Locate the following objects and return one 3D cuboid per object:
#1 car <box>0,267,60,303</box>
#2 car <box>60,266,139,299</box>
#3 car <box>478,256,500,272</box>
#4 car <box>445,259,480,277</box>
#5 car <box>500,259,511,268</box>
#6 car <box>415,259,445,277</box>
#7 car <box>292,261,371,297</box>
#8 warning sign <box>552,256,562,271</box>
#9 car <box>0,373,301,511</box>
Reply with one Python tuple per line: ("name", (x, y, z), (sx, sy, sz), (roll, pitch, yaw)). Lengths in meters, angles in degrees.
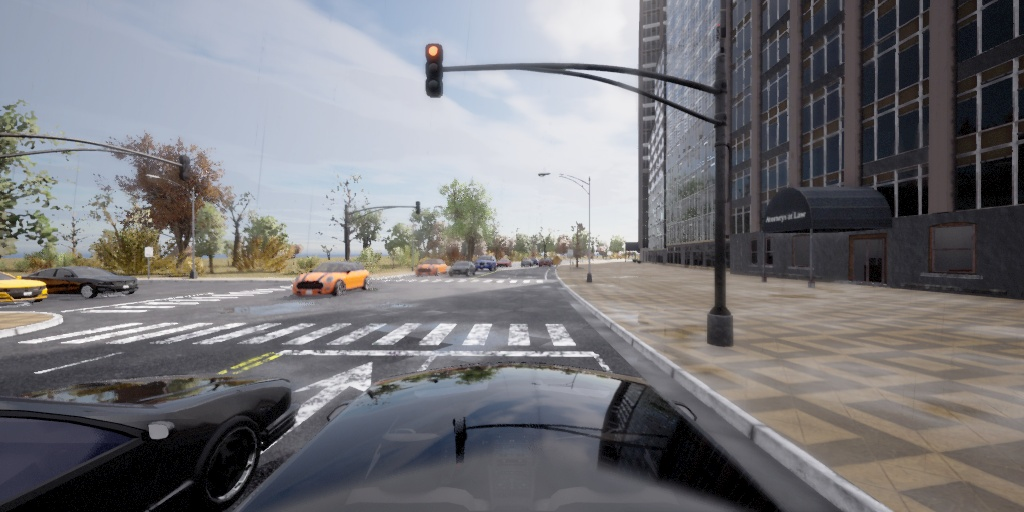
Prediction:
("car", (-22.473, 1.288, 14.906), (5.008, 1.535, 1.882), (0, 0, 3))
("car", (-21.831, 1.275, 18.126), (5.008, 1.535, 1.882), (0, 0, 4))
("car", (-3.469, 0.971, 47.878), (2.150, 2.045, 5.566), (0, 0, 7))
("car", (-4.838, 1.252, 35.619), (1.837, 1.490, 4.892), (0, 0, 6))
("car", (-1.339, 1.231, 61.854), (1.882, 1.535, 5.008), (0, 0, 10))
("car", (-8.055, 1.100, 36.093), (2.097, 1.767, 4.553), (0, 0, 6))
("car", (-9.328, 1.099, 18.914), (2.097, 1.767, 4.553), (0, 0, 3))
("warning sign", (5.525, 0.868, 43.921), (1.300, 1.860, 1.060), (0, 0, 7))
("car", (-3.128, 1.298, 1.222), (2.033, 1.411, 5.357), (0, 0, 1))
